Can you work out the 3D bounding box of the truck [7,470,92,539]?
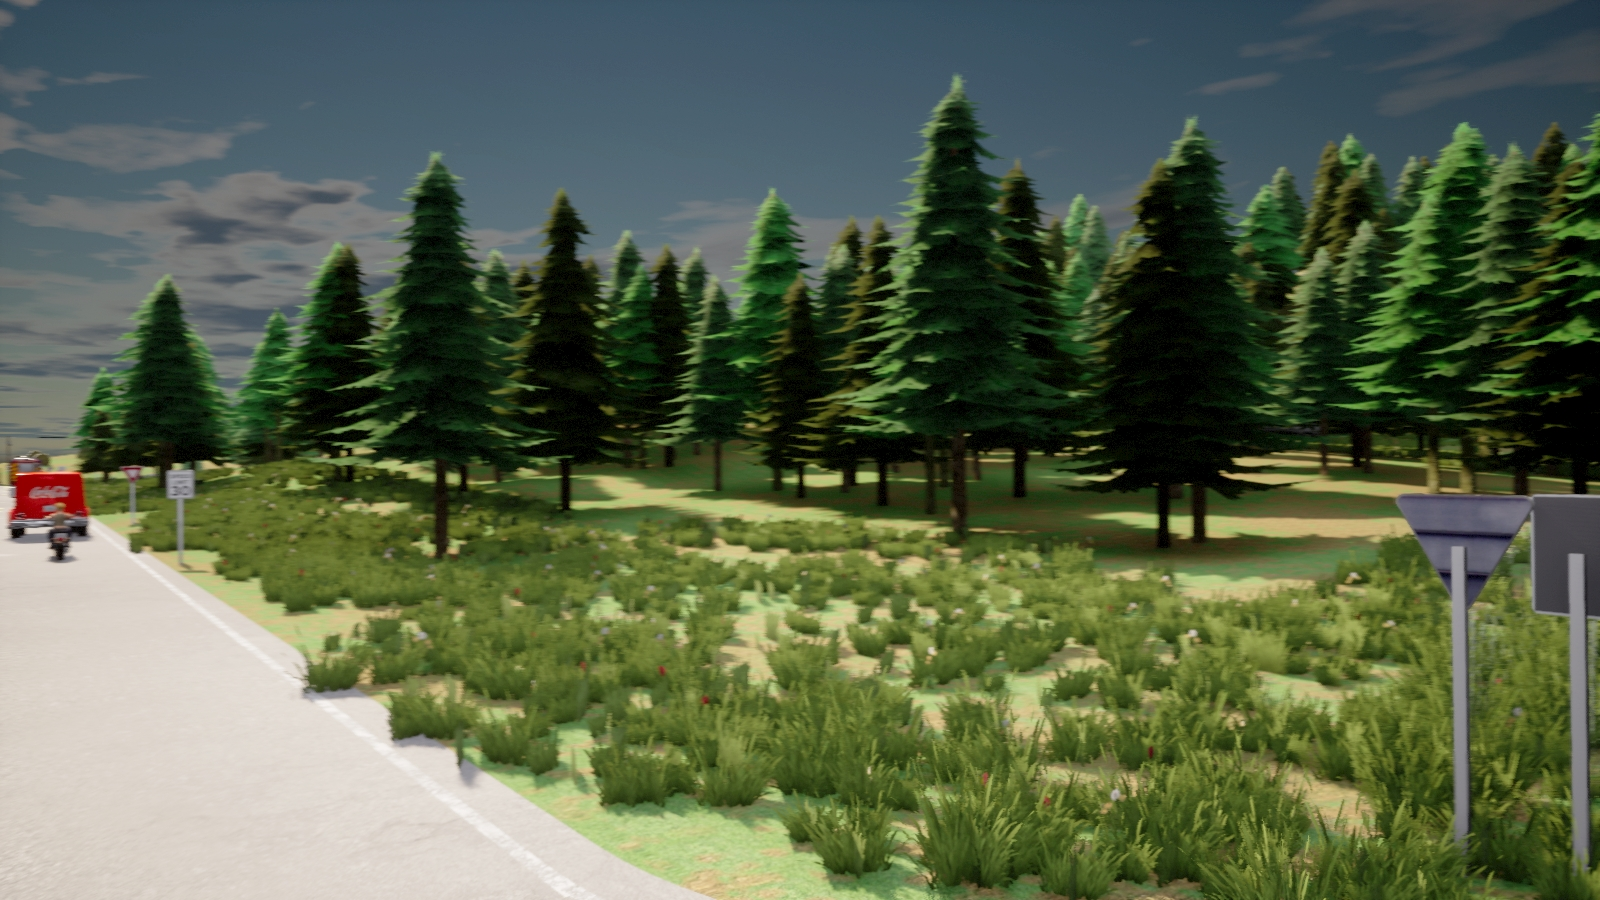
[{"bbox_3d":[-29.326,2.043,44.587,2.627,2.467,5.204,0,-1,-35],"label":"truck"}]
